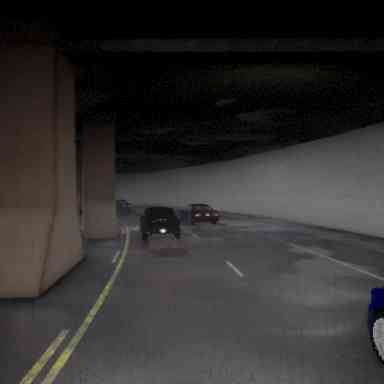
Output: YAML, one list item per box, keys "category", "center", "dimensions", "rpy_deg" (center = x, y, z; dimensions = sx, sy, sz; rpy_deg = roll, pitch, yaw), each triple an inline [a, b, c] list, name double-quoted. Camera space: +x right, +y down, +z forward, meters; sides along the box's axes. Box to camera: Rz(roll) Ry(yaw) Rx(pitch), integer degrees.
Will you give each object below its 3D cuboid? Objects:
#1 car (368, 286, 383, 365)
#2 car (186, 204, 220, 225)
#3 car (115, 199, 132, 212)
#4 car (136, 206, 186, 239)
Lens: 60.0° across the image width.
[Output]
- category: "car"
  center: [3.441, 1.471, 2.640]
  dimensions: [1.882, 1.535, 5.008]
  rpy_deg: [0, 0, -2]
- category: "car"
  center: [0.361, 1.540, 24.046]
  dimensions: [2.033, 1.411, 5.357]
  rpy_deg: [0, 0, -15]
- category: "car"
  center: [-8.385, 1.551, 38.140]
  dimensions: [2.033, 1.411, 5.357]
  rpy_deg: [0, 0, -25]
- category: "car"
  center: [-1.780, 1.503, 17.469]
  dimensions: [1.837, 1.490, 4.892]
  rpy_deg: [0, 0, -11]
